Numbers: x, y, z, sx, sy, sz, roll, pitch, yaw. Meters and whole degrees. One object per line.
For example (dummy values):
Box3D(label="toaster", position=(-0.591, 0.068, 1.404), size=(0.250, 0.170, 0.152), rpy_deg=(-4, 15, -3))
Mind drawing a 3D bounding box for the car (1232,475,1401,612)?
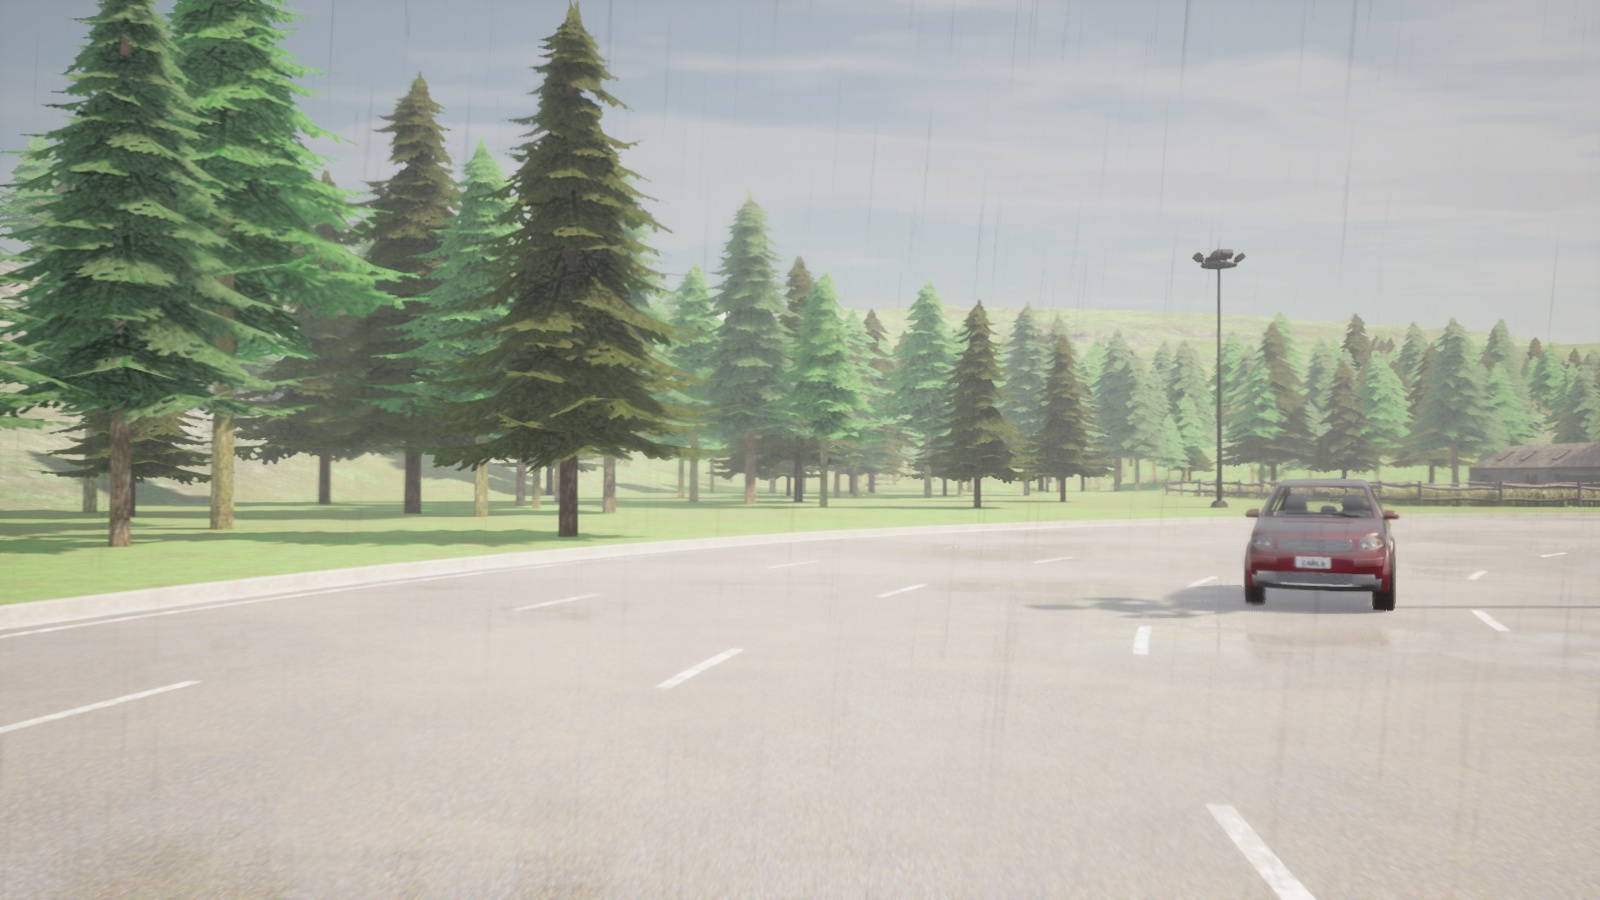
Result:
Box3D(label="car", position=(6.769, 1.101, 16.235), size=(1.789, 1.549, 3.705), rpy_deg=(-1, -1, 26))
